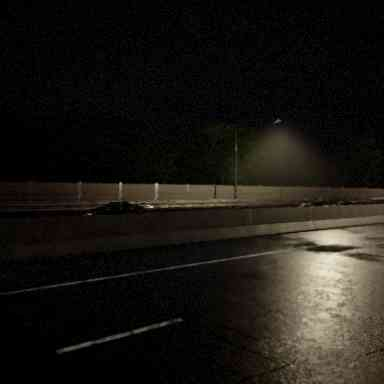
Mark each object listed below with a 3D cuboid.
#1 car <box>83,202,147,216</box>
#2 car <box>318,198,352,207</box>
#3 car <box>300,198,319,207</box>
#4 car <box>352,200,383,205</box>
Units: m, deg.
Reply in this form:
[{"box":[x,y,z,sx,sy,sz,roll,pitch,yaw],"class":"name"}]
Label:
[{"box":[-5.878,1.528,25.585,4.892,1.490,1.837,1,0,-35],"class":"car"},{"box":[19.070,1.604,43.450,4.892,1.490,1.837,0,0,-36],"class":"car"},{"box":[17.020,1.591,46.284,4.902,1.511,2.128,0,0,-36],"class":"car"},{"box":[22.359,1.668,41.500,4.181,1.385,1.994,0,0,-36],"class":"car"}]
